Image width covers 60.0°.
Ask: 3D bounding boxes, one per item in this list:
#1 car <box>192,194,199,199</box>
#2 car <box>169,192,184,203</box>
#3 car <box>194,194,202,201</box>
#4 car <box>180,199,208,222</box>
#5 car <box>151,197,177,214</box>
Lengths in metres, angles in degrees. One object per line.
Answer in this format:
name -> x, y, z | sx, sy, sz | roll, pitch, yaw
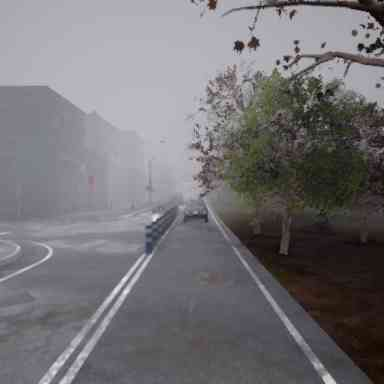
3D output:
car -> 0.701, 1.346, 45.143 | 1.882, 1.535, 5.008 | 0, 0, 1
car -> -2.487, 1.049, 53.475 | 2.150, 2.045, 5.566 | 0, 0, 2
car -> 1.344, 1.189, 74.100 | 1.837, 1.490, 4.892 | 0, 0, 1
car -> 0.315, 1.507, 26.254 | 2.033, 1.411, 5.357 | 0, 0, 1
car -> -2.985, 1.490, 34.437 | 1.994, 1.385, 4.181 | 0, 0, 1
